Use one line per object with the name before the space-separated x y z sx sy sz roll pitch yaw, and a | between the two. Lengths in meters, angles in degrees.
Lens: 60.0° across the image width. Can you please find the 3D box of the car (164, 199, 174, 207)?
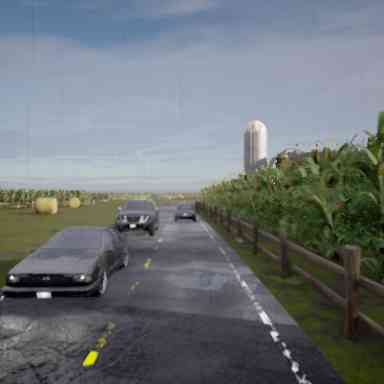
car | -4.742 2.175 69.410 2.097 1.767 4.553 0 -1 -2

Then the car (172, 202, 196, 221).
car | -0.639 1.941 30.913 1.994 1.385 4.181 0 -1 -2

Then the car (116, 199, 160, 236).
car | -3.192 1.463 20.372 2.150 2.045 5.566 0 -1 -2

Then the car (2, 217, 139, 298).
car | -2.930 1.657 9.141 2.033 1.411 5.357 0 -1 -1
